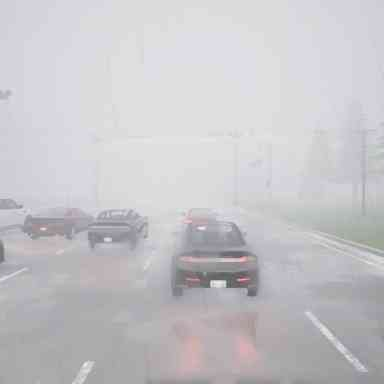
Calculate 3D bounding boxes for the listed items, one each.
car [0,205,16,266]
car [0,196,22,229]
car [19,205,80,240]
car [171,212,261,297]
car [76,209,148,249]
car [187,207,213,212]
[{"bbox_3d":[-6.532,1.352,7.938,2.097,1.767,4.553,0,0,0],"label":"car"},{"bbox_3d":[-10.050,1.223,16.607,2.150,2.045,5.566,0,0,0],"label":"car"},{"bbox_3d":[-6.553,1.479,17.111,1.882,1.535,5.008,0,0,0],"label":"car"},{"bbox_3d":[0.482,1.492,8.591,2.128,1.511,4.902,0,0,0],"label":"car"},{"bbox_3d":[-3.046,1.493,14.451,2.128,1.511,4.902,0,0,0],"label":"car"},{"bbox_3d":[0.435,1.527,17.671,1.812,1.442,4.674,0,0,0],"label":"car"}]
